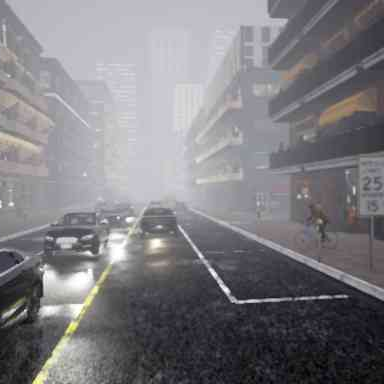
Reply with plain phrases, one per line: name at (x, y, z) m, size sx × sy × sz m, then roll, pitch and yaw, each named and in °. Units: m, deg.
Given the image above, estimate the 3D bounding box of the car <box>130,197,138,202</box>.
car at (-15.940, 1.953, 91.880) m, size 1.802 × 1.307 × 4.206 m, roll -2°, pitch 0°, yaw -6°

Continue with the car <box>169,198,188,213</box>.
car at (-1.359, 1.645, 37.117) m, size 1.802 × 1.307 × 4.206 m, roll -2°, pitch 0°, yaw -6°

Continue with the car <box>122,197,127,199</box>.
car at (-10.907, 1.785, 47.347) m, size 2.008 × 1.369 × 4.403 m, roll -2°, pitch 0°, yaw -6°

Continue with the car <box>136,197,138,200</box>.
car at (-15.315, 1.936, 86.313) m, size 1.802 × 1.307 × 4.206 m, roll -2°, pitch 0°, yaw -6°

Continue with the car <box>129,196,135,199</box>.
car at (-12.813, 1.600, 64.046) m, size 2.192 × 1.841 × 5.009 m, roll -2°, pitch 0°, yaw -6°

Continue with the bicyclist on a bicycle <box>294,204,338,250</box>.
bicyclist on a bicycle at (4.355, 1.240, 11.692) m, size 1.656 × 1.620 × 0.582 m, roll 0°, pitch 0°, yaw -6°

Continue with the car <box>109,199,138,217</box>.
car at (-6.660, 1.711, 32.834) m, size 1.994 × 1.385 × 4.181 m, roll -1°, pitch 0°, yaw -6°

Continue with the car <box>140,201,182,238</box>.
car at (-1.839, 1.528, 18.385) m, size 1.882 × 1.535 × 5.008 m, roll -1°, pitch 0°, yaw -6°

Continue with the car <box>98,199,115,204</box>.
car at (-9.656, 1.783, 36.213) m, size 1.802 × 1.307 × 4.206 m, roll -2°, pitch 0°, yaw -6°

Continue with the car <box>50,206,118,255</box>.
car at (-4.552, 1.583, 13.719) m, size 2.128 × 1.511 × 4.902 m, roll -1°, pitch 0°, yaw -7°

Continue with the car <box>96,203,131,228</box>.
car at (-5.583, 1.719, 22.985) m, size 1.895 × 1.301 × 4.718 m, roll -1°, pitch 0°, yaw -6°

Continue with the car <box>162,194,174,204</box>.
car at (-5.118, 1.479, 70.519) m, size 2.192 × 1.841 × 5.009 m, roll -2°, pitch 0°, yaw -6°

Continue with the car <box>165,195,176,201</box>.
car at (-2.630, 1.623, 48.420) m, size 1.752 × 1.417 × 4.829 m, roll -2°, pitch 0°, yaw -6°

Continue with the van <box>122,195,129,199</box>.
van at (-11.539, 1.592, 52.914) m, size 1.690 × 1.788 × 3.998 m, roll -2°, pitch 0°, yaw -6°

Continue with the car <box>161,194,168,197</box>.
car at (-3.868, 1.446, 59.385) m, size 2.192 × 1.841 × 5.009 m, roll -2°, pitch 0°, yaw -6°

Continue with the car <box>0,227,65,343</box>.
car at (-3.485, 1.555, 4.356) m, size 2.128 × 1.511 × 4.902 m, roll -1°, pitch 0°, yaw -7°

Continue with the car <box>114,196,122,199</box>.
car at (-10.285, 1.658, 41.780) m, size 1.967 × 1.590 × 4.097 m, roll -2°, pitch 0°, yaw -6°

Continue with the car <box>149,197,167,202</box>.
car at (-4.756, 1.692, 44.104) m, size 1.994 × 1.385 × 4.181 m, roll -1°, pitch 0°, yaw -6°

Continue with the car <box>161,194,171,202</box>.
car at (-6.368, 1.514, 81.653) m, size 2.192 × 1.841 × 5.009 m, roll -2°, pitch 0°, yaw -6°
